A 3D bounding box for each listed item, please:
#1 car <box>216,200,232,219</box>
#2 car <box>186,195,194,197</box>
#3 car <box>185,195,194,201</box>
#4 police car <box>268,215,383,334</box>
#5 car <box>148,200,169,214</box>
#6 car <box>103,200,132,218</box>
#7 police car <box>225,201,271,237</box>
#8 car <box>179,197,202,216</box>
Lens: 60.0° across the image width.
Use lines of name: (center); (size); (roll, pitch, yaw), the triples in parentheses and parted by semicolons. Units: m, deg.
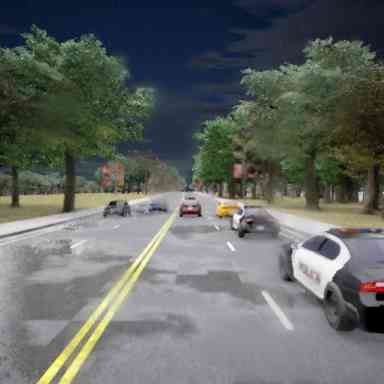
car: (3.161, 1.460, 28.998); (1.882, 1.535, 5.008); (0, 0, 0)
car: (-0.248, 1.378, 57.520); (1.837, 1.490, 4.892); (0, 1, -1)
car: (-0.566, 1.348, 74.676); (1.895, 1.301, 4.718); (0, 0, -1)
police car: (3.245, 1.507, 6.977); (2.038, 1.542, 4.974); (0, 0, 0)
car: (-3.479, 1.519, 35.633); (2.033, 1.411, 5.357); (0, 0, 0)
car: (-6.695, 1.487, 30.150); (1.837, 1.490, 4.892); (0, 0, 0)
police car: (3.215, 1.500, 17.988); (2.038, 1.542, 4.974); (0, 0, 0)
car: (-0.150, 1.482, 31.556); (2.163, 1.488, 4.792); (0, 0, 0)
